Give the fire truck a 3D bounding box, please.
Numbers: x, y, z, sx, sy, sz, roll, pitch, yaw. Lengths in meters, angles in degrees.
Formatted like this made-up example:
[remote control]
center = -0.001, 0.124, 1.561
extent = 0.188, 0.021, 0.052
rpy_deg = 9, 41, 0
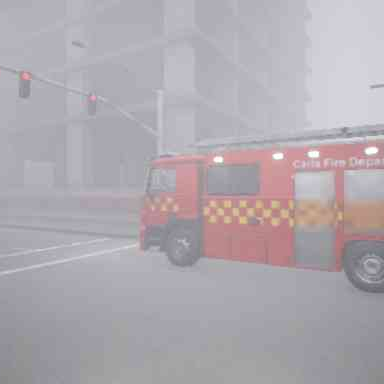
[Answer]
[fire truck]
center = 2.569, 0.341, 9.746
extent = 8.468, 3.827, 2.891
rpy_deg = 0, 0, 31
